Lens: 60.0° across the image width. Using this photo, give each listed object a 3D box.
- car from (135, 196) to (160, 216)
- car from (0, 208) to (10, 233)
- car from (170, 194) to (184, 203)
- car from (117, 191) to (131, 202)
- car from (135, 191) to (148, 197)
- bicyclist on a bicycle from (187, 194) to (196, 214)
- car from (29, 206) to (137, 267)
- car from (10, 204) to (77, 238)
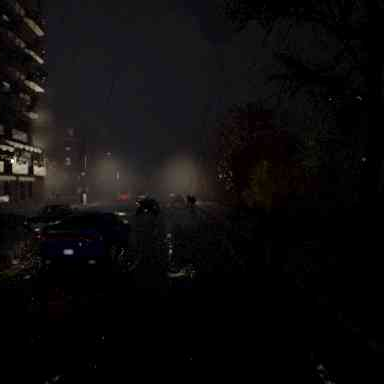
[{"bbox_3d":[-3.879,1.332,29.598,1.812,1.442,4.674,0,0,-3],"label":"car"},{"bbox_3d":[-10.103,1.499,16.392,1.895,1.301,4.718,0,0,-2],"label":"car"},{"bbox_3d":[-2.371,1.129,56.061,1.837,1.490,4.892,0,1,-4],"label":"car"},{"bbox_3d":[-12.806,0.809,62.936,2.150,2.045,5.566,0,0,-5],"label":"car"},{"bbox_3d":[-9.606,0.806,63.645,2.150,2.045,5.566,0,0,-5],"label":"car"},{"bbox_3d":[0.098,1.163,31.172,0.659,1.776,1.843,0,1,-3],"label":"bicyclist on a bicycle"},{"bbox_3d":[-3.290,1.405,11.217,1.882,1.535,5.008,0,0,-1],"label":"car"},{"bbox_3d":[-6.877,1.383,17.089,2.128,1.511,4.902,0,0,-2],"label":"car"}]
